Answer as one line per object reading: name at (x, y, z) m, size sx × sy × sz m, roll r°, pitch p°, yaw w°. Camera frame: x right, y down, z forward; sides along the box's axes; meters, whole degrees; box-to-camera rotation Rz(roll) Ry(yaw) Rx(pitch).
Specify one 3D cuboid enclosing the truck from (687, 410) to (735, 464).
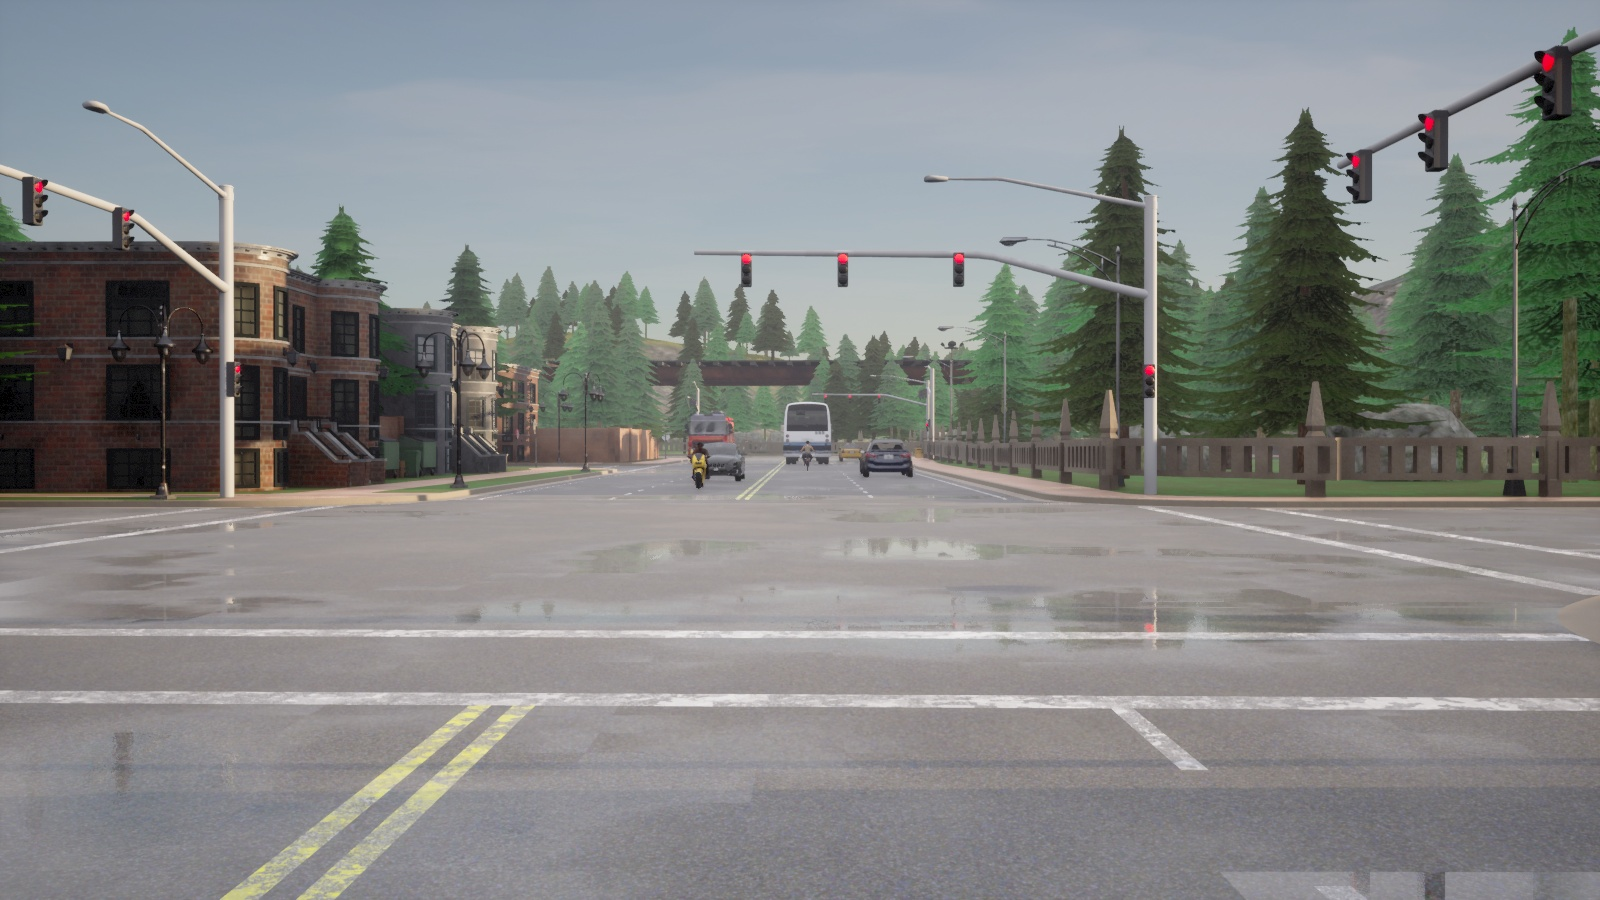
truck at (-6.464, -0.943, 92.140) m, size 2.891 × 3.827 × 8.468 m, roll 0°, pitch 0°, yaw 0°

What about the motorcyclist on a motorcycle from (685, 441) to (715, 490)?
motorcyclist on a motorcycle at (-3.254, 0.494, 40.878) m, size 0.797 × 1.523 × 2.044 m, roll 0°, pitch 1°, yaw 0°

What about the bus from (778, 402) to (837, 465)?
bus at (0.524, -1.136, 89.810) m, size 3.944 × 4.253 × 10.273 m, roll 0°, pitch 0°, yaw 0°

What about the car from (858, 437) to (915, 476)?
car at (3.834, 0.275, 56.424) m, size 2.242 × 1.667 × 4.611 m, roll 0°, pitch 0°, yaw 0°

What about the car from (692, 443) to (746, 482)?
car at (-3.200, 0.464, 50.404) m, size 1.837 × 1.490 × 4.892 m, roll 0°, pitch 0°, yaw 0°
